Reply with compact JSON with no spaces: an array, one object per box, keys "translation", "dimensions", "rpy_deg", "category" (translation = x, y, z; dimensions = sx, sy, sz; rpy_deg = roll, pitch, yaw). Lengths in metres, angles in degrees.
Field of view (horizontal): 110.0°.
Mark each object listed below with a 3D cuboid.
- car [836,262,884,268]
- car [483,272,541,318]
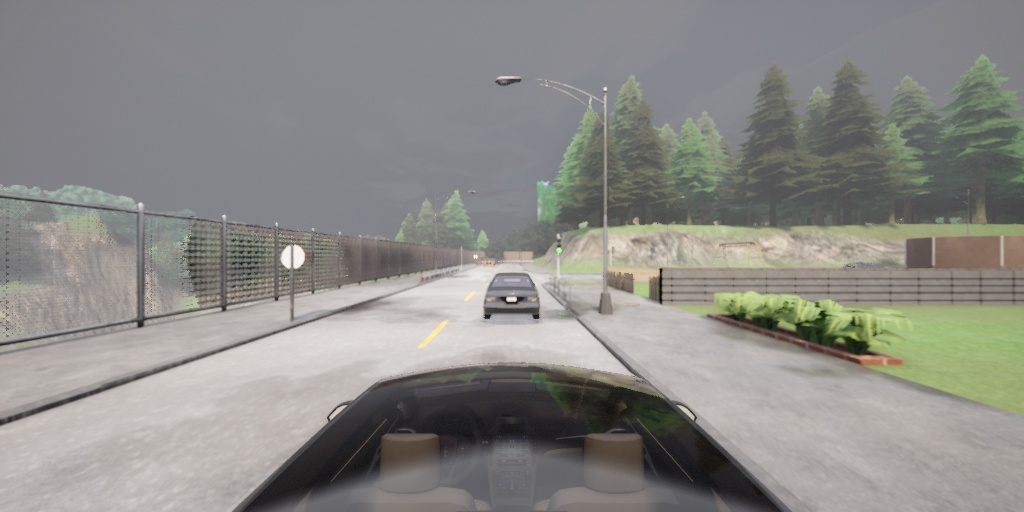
[{"translation":[35.106,1.316,36.328],"dimensions":[4.181,1.385,1.994],"rpy_deg":[0,0,0],"category":"car"},{"translation":[0.007,1.298,12.897],"dimensions":[2.033,1.411,5.357],"rpy_deg":[0,0,0],"category":"car"}]
